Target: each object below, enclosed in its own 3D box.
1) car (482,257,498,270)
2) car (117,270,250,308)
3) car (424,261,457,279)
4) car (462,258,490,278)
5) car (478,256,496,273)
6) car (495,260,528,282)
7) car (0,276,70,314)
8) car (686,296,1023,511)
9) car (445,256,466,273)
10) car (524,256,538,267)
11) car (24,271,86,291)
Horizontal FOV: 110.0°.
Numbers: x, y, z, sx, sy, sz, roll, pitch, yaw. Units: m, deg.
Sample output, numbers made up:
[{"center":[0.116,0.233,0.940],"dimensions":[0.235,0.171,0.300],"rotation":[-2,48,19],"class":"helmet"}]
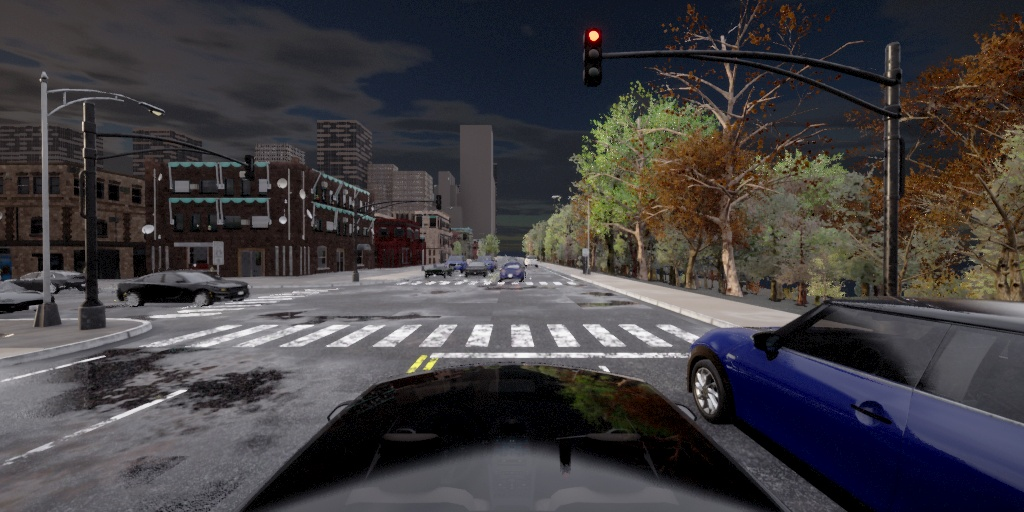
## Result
[{"center":[-3.321,1.083,54.318],"dimensions":[2.097,1.767,4.553],"rotation":[0,0,0],"class":"car"},{"center":[-14.342,1.381,15.803],"dimensions":[5.008,1.535,1.882],"rotation":[-1,1,3],"class":"car"},{"center":[-6.594,1.341,32.785],"dimensions":[1.895,1.301,4.718],"rotation":[0,0,0],"class":"car"},{"center":[-3.340,1.218,34.015],"dimensions":[1.882,1.535,5.008],"rotation":[0,0,-2],"class":"car"},{"center":[-3.333,0.957,44.047],"dimensions":[2.150,2.045,5.566],"rotation":[0,0,0],"class":"car"},{"center":[0.045,1.268,28.764],"dimensions":[1.812,1.442,4.674],"rotation":[0,0,4],"class":"car"},{"center":[-19.944,1.565,13.361],"dimensions":[4.313,1.339,1.948],"rotation":[0,0,0],"class":"car"},{"center":[3.351,1.102,2.900],"dimensions":[2.097,1.767,4.553],"rotation":[0,0,0],"class":"car"},{"center":[-6.574,0.958,42.544],"dimensions":[2.150,2.045,5.566],"rotation":[0,0,0],"class":"car"},{"center":[3.365,0.951,63.494],"dimensions":[2.150,2.045,5.566],"rotation":[0,0,0],"class":"car"},{"center":[-28.276,1.560,21.875],"dimensions":[4.403,1.370,2.007],"rotation":[0,0,0],"class":"car"}]
